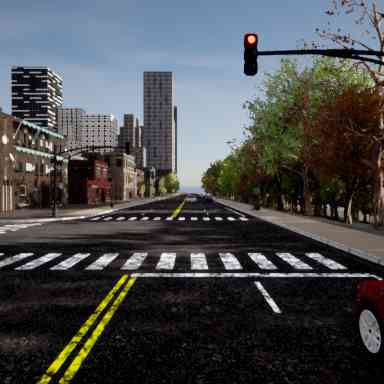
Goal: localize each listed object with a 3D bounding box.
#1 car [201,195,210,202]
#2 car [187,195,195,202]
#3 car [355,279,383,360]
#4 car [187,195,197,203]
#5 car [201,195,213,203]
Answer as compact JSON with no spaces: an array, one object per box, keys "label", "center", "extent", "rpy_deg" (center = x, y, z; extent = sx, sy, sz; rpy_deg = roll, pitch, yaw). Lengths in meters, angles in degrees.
[{"label":"car","center":[3.088,1.470,76.289],"extent":[1.837,1.490,4.892],"rpy_deg":[0,0,0]},{"label":"car","center":[-0.167,1.469,77.348],"extent":[1.837,1.490,4.892],"rpy_deg":[0,0,0]},{"label":"car","center":[3.344,1.477,2.928],"extent":[1.882,1.535,5.008],"rpy_deg":[0,0,0]},{"label":"car","center":[-0.045,1.575,67.309],"extent":[1.895,1.301,4.718],"rpy_deg":[0,0,0]},{"label":"car","center":[3.206,1.523,65.794],"extent":[2.033,1.411,5.357],"rpy_deg":[0,0,0]}]
